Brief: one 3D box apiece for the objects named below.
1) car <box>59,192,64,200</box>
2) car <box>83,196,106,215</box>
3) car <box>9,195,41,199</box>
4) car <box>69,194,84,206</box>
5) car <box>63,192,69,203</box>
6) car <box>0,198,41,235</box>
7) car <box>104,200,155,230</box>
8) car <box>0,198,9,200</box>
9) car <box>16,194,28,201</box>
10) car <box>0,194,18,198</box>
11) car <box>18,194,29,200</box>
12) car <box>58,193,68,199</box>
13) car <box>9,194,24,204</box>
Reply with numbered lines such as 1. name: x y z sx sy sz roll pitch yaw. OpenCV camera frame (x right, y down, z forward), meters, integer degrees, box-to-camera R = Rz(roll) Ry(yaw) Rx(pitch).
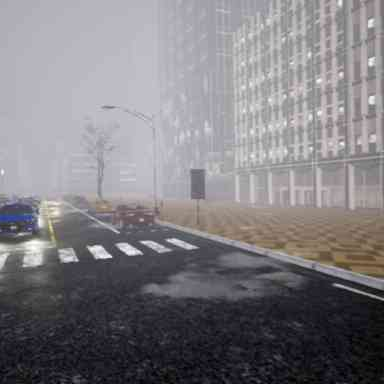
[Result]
1. car: -24.014 0.966 64.356 1.887 1.381 4.507 -2 1 -24
2. car: -8.125 1.185 29.224 1.752 1.417 4.829 -2 1 -24
3. car: -14.659 1.286 29.634 2.128 1.511 4.902 -2 1 -24
4. car: -14.893 1.137 44.192 1.802 1.307 4.206 -2 1 -24
5. car: -19.525 1.011 54.429 1.752 1.417 4.829 -2 1 -24
6. car: -9.251 1.359 17.658 1.882 1.535 5.008 -2 1 -24
7. car: -3.494 1.279 18.988 1.887 1.381 4.507 -2 1 -24
8. car: -15.688 1.435 25.619 2.008 1.369 4.403 -2 1 -24
9. car: -36.207 1.133 70.987 2.008 1.369 4.403 -2 1 -24
10. car: -20.250 1.254 35.699 1.967 1.590 4.097 -2 1 -24
11. car: -38.487 1.103 76.028 2.008 1.369 4.403 -2 1 -24
12. car: -30.853 0.879 79.479 2.008 1.369 4.403 -2 1 -24
13. car: -29.370 1.117 55.863 1.967 1.590 4.097 -2 1 -24
